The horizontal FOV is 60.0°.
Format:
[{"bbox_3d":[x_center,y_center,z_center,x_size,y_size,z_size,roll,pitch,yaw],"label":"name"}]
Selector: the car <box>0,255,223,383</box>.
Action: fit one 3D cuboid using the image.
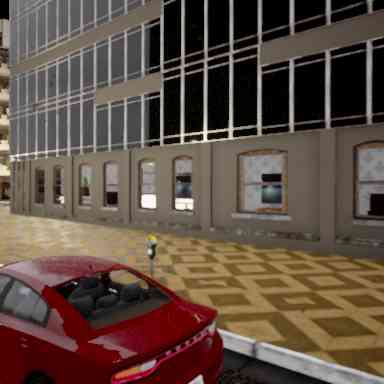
[{"bbox_3d":[-1.785,1.479,4.163,4.507,1.381,1.887,1,0,36],"label":"car"}]
